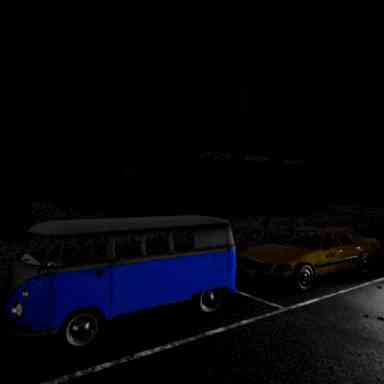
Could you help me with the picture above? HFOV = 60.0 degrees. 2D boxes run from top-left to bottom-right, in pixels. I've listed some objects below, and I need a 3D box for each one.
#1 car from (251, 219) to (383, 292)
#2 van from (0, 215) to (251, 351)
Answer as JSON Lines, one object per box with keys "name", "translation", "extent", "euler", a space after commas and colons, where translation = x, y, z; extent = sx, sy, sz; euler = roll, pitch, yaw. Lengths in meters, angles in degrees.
{"name": "car", "translation": [3.253, 1.525, 8.953], "extent": [4.829, 1.417, 1.752], "euler": [0, 0, -35]}
{"name": "van", "translation": [-1.042, 1.341, 5.903], "extent": [3.998, 1.788, 1.690], "euler": [0, 0, -35]}
